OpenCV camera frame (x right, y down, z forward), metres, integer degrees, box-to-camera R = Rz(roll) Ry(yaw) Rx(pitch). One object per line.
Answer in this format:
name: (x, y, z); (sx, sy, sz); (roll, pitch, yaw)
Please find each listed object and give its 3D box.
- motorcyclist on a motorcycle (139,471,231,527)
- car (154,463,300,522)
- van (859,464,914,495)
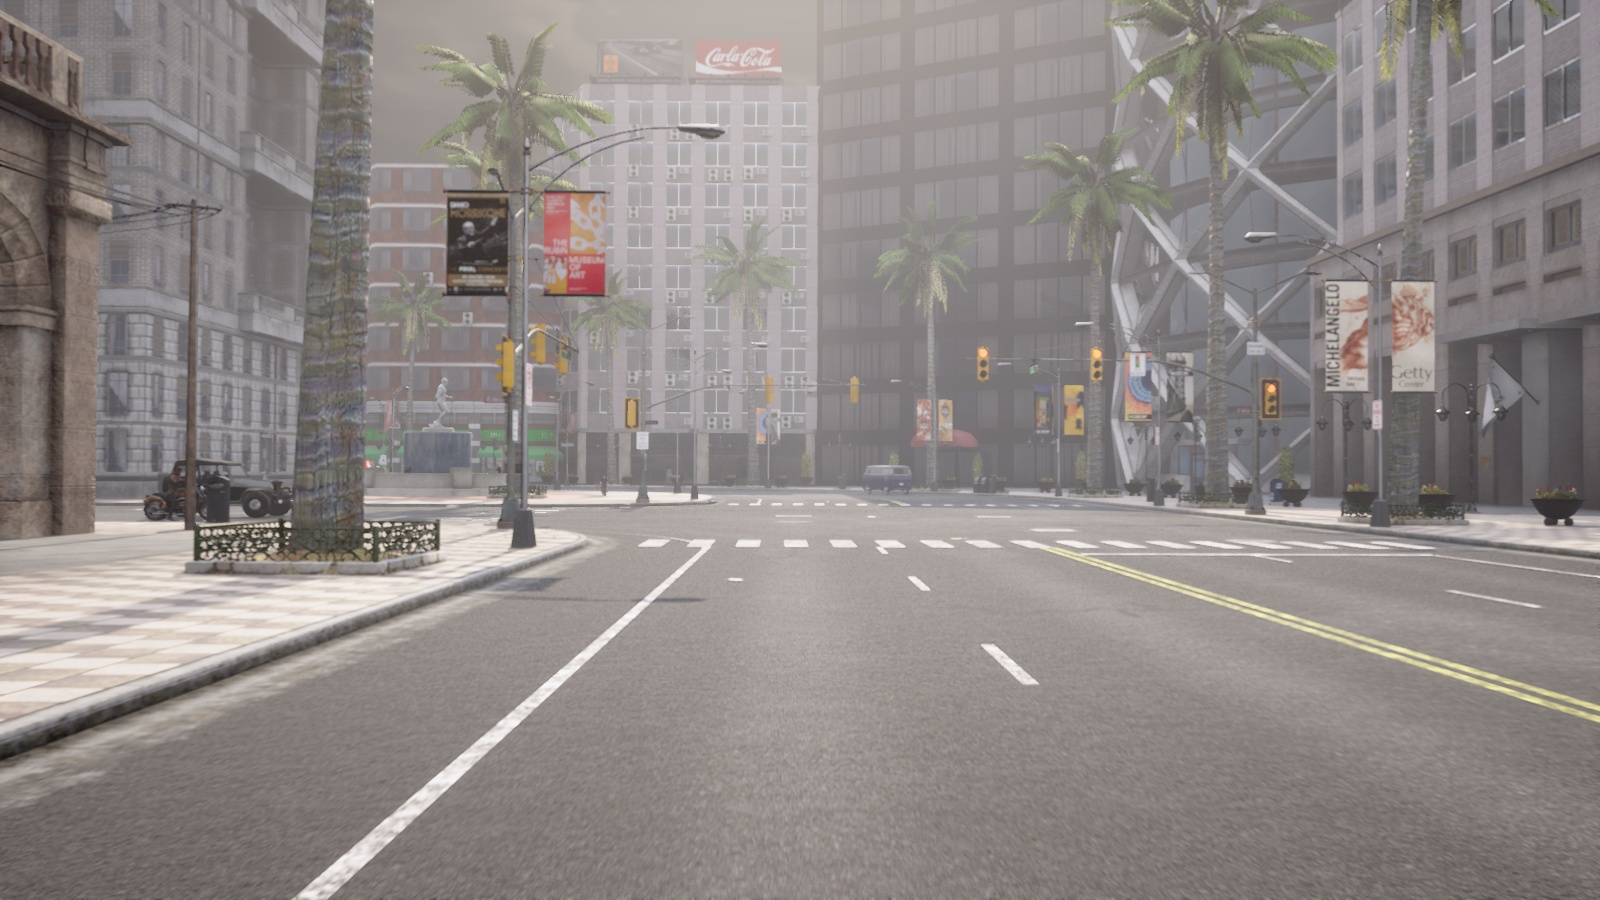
motorcyclist on a motorcycle: (-18.324, 1.466, 37.452); (2.350, 1.649, 0.766); (0, -1, 0)
car: (-18.627, 1.371, 40.952); (3.866, 1.878, 1.905); (0, -1, 0)
van: (5.770, 1.959, 84.538); (1.775, 1.987, 4.442); (0, -1, -25)
